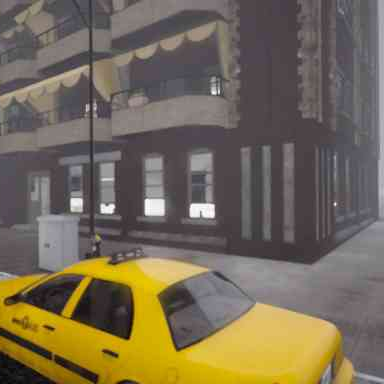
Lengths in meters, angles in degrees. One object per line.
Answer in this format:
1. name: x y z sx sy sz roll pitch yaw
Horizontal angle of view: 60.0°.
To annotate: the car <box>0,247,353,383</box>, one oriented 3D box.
1. car: -1.009 1.471 4.162 5.366 1.575 1.801 0 0 36
